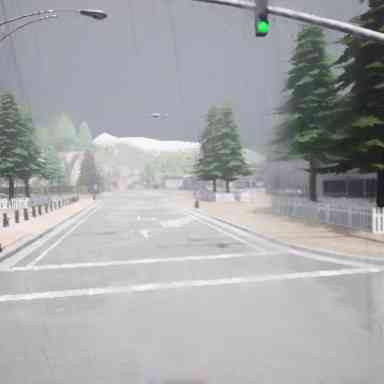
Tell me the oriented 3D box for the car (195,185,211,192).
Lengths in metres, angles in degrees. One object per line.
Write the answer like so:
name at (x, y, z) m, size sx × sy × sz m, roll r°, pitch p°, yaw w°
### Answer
car at (2.227, -0.637, 72.765) m, size 1.845 × 1.501 × 3.633 m, roll -1°, pitch 2°, yaw -11°

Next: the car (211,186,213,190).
car at (3.759, -0.867, 80.610) m, size 1.970 × 1.475 × 3.806 m, roll -1°, pitch 2°, yaw -11°

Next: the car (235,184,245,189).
car at (13.471, -1.461, 93.648) m, size 1.845 × 1.501 × 3.633 m, roll -1°, pitch 2°, yaw -11°
